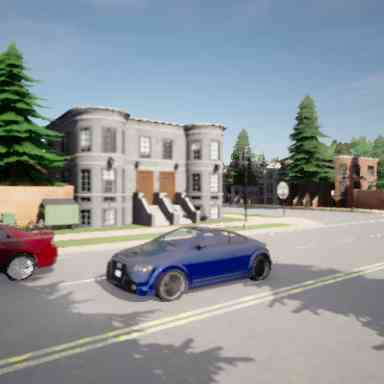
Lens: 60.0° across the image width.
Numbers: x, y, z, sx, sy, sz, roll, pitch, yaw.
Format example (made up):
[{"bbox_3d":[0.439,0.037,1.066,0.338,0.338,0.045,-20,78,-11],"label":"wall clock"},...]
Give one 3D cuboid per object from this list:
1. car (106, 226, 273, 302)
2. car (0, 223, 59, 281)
[{"bbox_3d":[0.048,1.563,8.288,4.181,1.385,1.994,0,0,-35],"label":"car"},{"bbox_3d":[-6.015,1.479,8.286,5.008,1.535,1.882,0,0,-35],"label":"car"}]
